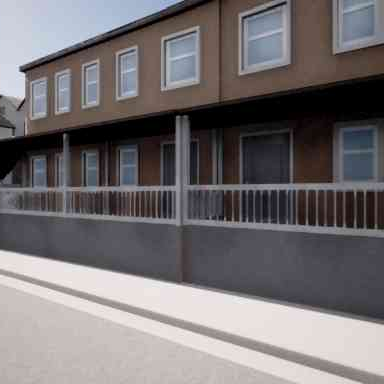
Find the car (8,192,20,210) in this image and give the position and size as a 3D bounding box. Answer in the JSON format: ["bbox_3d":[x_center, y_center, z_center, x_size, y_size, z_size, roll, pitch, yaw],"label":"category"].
[{"bbox_3d":[-14.849,0.708,29.080,2.033,1.411,5.357,0,17,34],"label":"car"}]
